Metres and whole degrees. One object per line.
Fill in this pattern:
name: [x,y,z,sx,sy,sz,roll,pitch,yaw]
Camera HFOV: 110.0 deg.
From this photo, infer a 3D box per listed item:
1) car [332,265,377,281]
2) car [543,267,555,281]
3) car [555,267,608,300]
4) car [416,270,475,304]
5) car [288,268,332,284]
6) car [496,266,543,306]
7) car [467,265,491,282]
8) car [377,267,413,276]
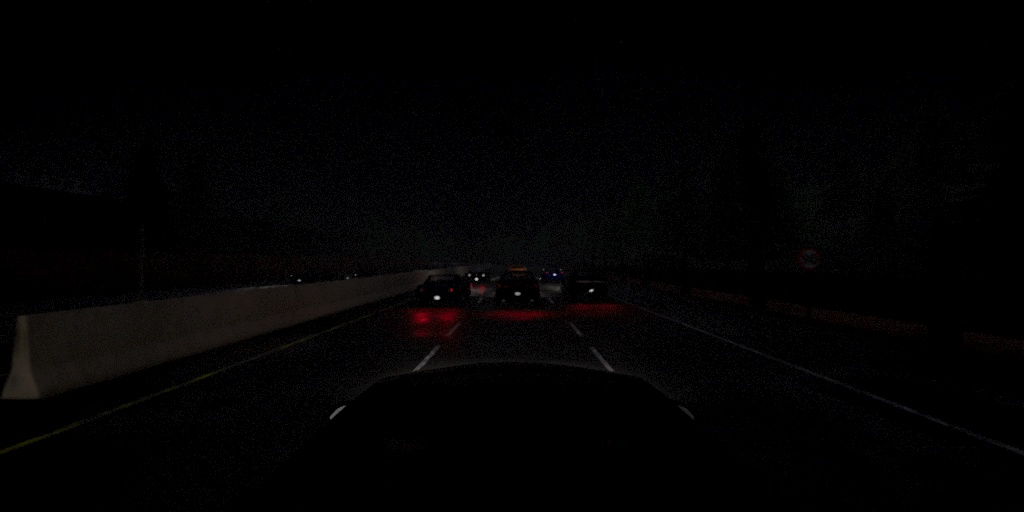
car: [-13.740,1.613,32.455,2.128,1.511,4.902,0,-1,1]
car: [3.992,1.737,35.308,1.994,1.385,4.181,0,-1,1]
car: [3.793,1.465,19.380,2.128,1.511,4.902,0,-1,1]
car: [-3.227,1.549,17.826,1.895,1.301,4.718,0,-1,1]
car: [-17.256,1.706,31.357,1.895,1.301,4.718,0,-1,1]
car: [0.262,1.419,17.044,1.882,1.535,5.008,0,-1,1]
car: [-3.035,1.742,33.237,1.895,1.301,4.718,0,-1,1]
car: [-10.239,1.689,32.506,1.994,1.385,4.181,0,-1,1]
